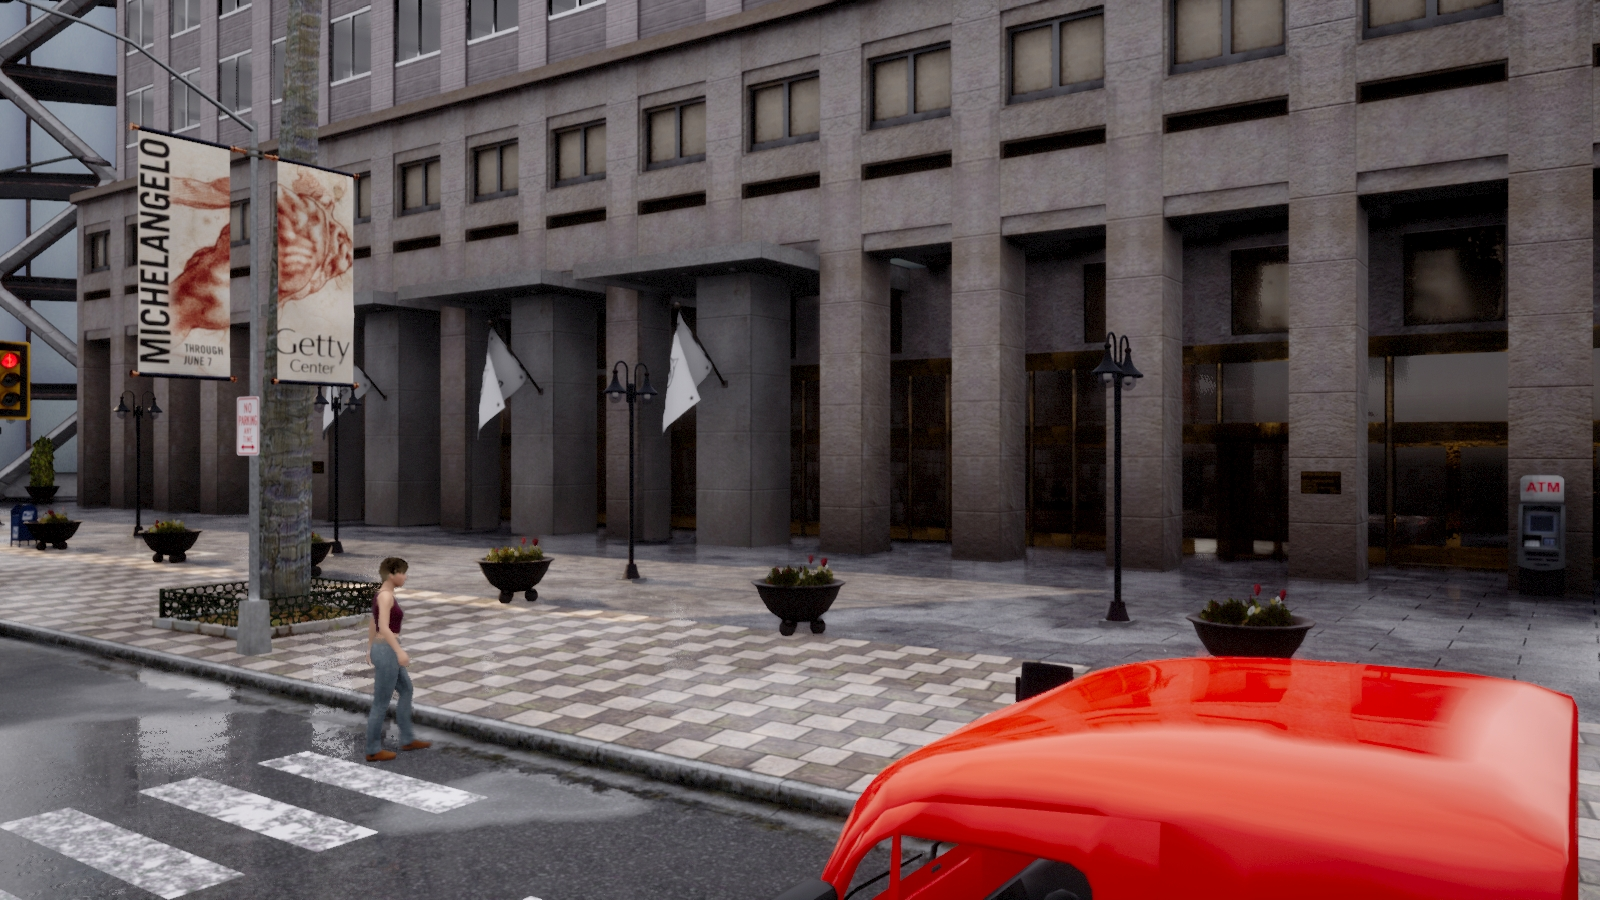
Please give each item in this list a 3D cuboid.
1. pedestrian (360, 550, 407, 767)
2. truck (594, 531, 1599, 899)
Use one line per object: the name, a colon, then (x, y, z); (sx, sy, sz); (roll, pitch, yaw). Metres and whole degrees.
pedestrian: (-3.733, 1.846, 10.234); (0.375, 1.860, 0.375); (0, 0, -23)
truck: (2.439, 1.568, 2.095); (5.204, 2.467, 2.627); (0, 0, 35)
